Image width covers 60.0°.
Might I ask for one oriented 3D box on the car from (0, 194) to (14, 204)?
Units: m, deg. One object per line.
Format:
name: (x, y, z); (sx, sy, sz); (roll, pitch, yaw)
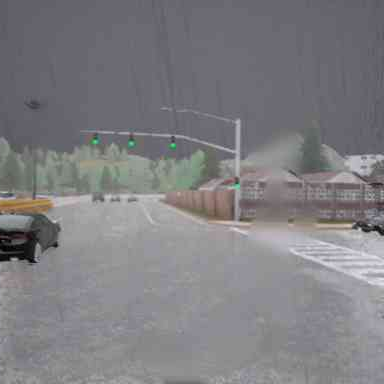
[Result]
car: (-31.170, 1.094, 54.464); (2.128, 1.511, 4.902); (1, 0, -10)

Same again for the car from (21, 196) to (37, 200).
car: (-22.561, 1.289, 45.551); (1.994, 1.385, 4.181); (1, 0, -9)

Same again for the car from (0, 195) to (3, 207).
car: (-25.348, 1.147, 40.983); (1.882, 1.535, 5.008); (1, 0, -9)

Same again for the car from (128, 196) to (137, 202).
car: (-12.767, 1.496, 71.282); (1.994, 1.385, 4.181); (1, 0, -10)

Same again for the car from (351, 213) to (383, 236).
car: (12.304, 1.794, 19.529); (5.357, 1.411, 2.033); (1, 0, -8)

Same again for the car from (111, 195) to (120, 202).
car: (-16.186, 1.411, 70.521); (2.128, 1.511, 4.902); (1, 0, -10)

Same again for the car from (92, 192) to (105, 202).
car: (-19.647, 1.052, 70.028); (2.150, 2.045, 5.566); (1, 0, -10)

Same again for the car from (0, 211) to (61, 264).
car: (-5.880, 1.405, 11.429); (1.882, 1.535, 5.008); (1, 0, -10)

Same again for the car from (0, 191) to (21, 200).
car: (-21.005, 0.952, 36.259); (2.150, 2.045, 5.566); (1, 0, -9)

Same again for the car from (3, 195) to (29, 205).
car: (-27.105, 1.210, 51.486); (2.033, 1.411, 5.357); (1, 0, -10)
